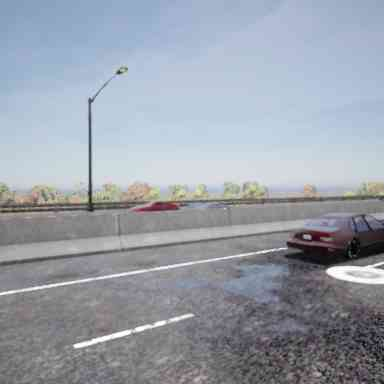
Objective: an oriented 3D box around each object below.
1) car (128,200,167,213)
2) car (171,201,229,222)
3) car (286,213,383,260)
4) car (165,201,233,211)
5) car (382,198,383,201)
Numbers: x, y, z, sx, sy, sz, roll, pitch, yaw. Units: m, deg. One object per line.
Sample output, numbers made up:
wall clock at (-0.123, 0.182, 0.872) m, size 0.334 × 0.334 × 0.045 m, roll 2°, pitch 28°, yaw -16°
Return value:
car at (-3.043, 1.441, 27.595) m, size 4.674 × 1.442 × 1.812 m, roll 0°, pitch 0°, yaw -36°
car at (0.669, 1.466, 25.958) m, size 4.181 × 1.385 × 1.994 m, roll 0°, pitch 0°, yaw -35°
car at (5.746, 1.474, 12.139) m, size 5.357 × 1.411 × 2.033 m, roll 0°, pitch 0°, yaw -35°
car at (1.176, 1.461, 22.023) m, size 5.357 × 1.411 × 2.033 m, roll 0°, pitch 0°, yaw -35°
car at (31.872, 1.130, 52.419) m, size 4.902 × 1.511 × 2.128 m, roll 0°, pitch 0°, yaw -35°
